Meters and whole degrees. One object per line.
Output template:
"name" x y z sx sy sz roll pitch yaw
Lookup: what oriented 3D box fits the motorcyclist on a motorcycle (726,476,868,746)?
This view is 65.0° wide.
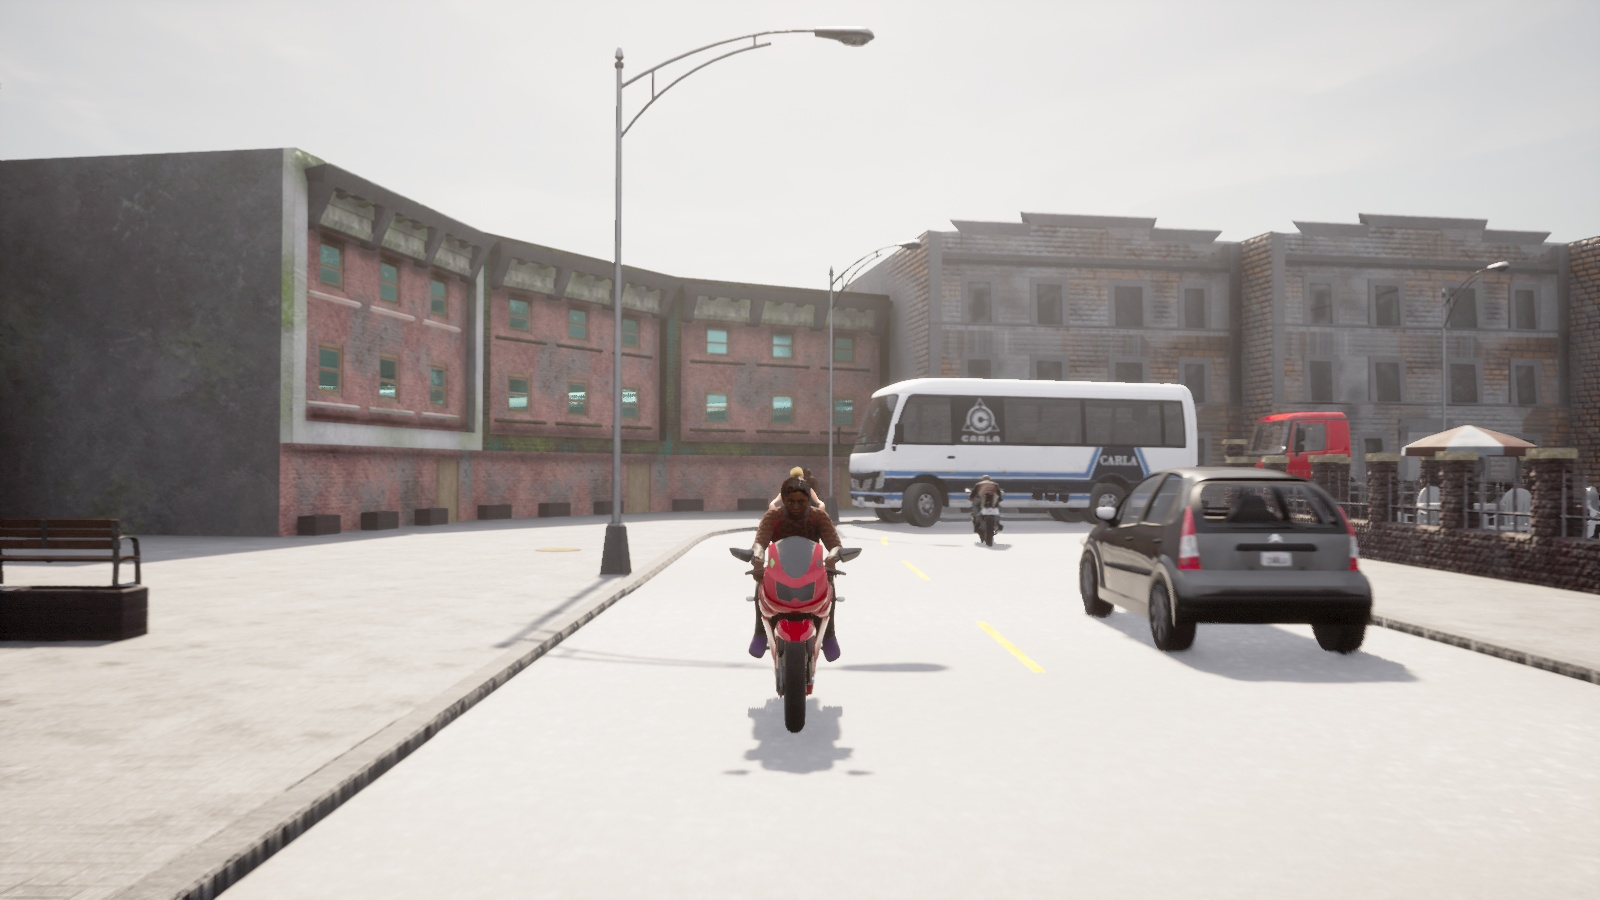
"motorcyclist on a motorcycle" -0.021 0.932 8.155 0.797 1.523 2.044 0 -1 0

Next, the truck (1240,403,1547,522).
"truck" 17.859 0.394 38.157 7.936 3.462 2.891 0 -1 0

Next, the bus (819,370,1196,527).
"bus" 6.016 0.030 37.091 10.273 4.253 3.944 0 -1 -14

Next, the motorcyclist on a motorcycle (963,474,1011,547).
"motorcyclist on a motorcycle" 4.056 1.288 27.393 0.866 1.530 2.191 0 -1 4

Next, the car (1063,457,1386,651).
"car" 3.968 0.904 12.503 1.851 1.617 3.988 0 -1 0
